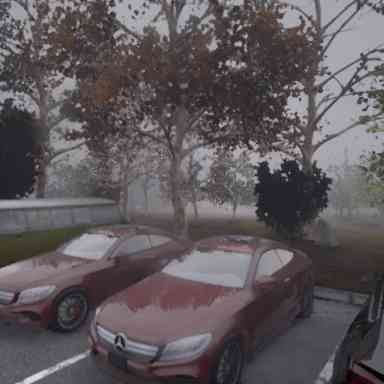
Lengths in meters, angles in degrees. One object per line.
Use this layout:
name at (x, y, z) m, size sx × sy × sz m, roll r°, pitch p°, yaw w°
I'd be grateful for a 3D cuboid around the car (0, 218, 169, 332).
car at (-1.686, 1.464, 6.969) m, size 2.002 × 1.452 × 4.674 m, roll 1°, pitch 0°, yaw 36°

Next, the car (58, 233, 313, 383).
car at (0.580, 1.497, 5.351) m, size 2.002 × 1.452 × 4.674 m, roll 1°, pitch 0°, yaw 36°

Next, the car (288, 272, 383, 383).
car at (2.965, 1.513, 3.679) m, size 2.163 × 1.488 × 4.792 m, roll 1°, pitch 0°, yaw 36°
